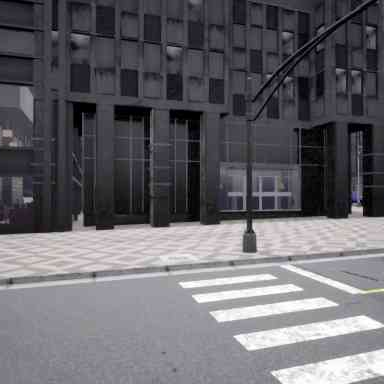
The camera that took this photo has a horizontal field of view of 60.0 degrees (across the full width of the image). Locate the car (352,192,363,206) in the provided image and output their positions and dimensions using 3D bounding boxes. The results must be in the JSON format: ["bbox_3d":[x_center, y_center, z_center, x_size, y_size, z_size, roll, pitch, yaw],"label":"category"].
[{"bbox_3d":[22.656,0.981,48.746,2.150,2.045,5.566,0,-1,-17],"label":"car"}]
